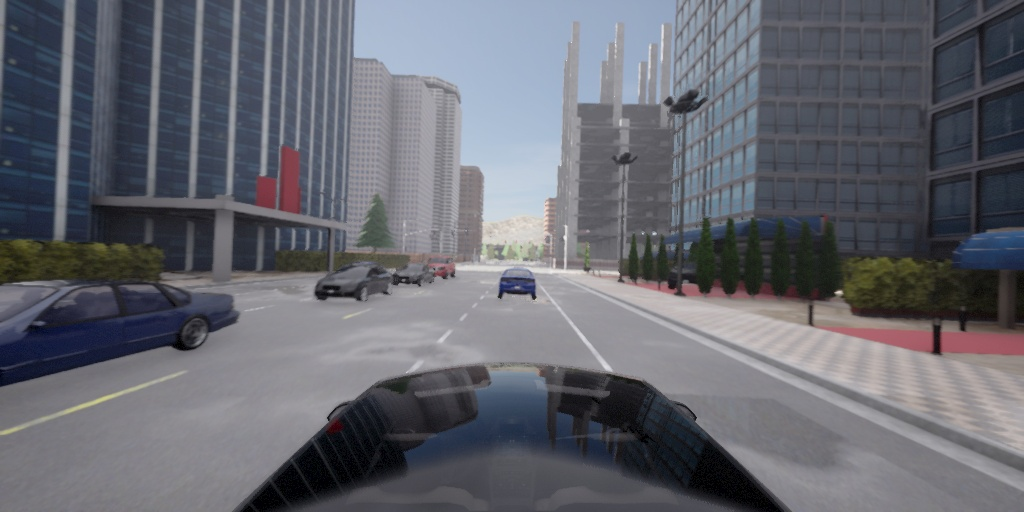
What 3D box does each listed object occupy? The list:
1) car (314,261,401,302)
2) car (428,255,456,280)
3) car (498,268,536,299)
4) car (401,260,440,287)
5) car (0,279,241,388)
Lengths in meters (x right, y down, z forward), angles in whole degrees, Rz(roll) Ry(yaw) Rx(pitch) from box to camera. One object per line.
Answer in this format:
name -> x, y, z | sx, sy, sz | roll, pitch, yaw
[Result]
car -> -6.853, 1.134, 16.094 | 1.837, 1.490, 4.892 | 2, -1, 1
car -> -6.481, 0.985, 32.141 | 2.150, 2.045, 5.566 | 2, 0, 3
car -> 0.307, 1.383, 19.634 | 1.882, 1.535, 5.008 | 2, -1, 1
car -> -6.603, 1.246, 24.489 | 1.837, 1.490, 4.892 | 2, 0, 1
car -> -7.049, 1.084, 5.663 | 2.033, 1.411, 5.357 | 2, 0, 1
